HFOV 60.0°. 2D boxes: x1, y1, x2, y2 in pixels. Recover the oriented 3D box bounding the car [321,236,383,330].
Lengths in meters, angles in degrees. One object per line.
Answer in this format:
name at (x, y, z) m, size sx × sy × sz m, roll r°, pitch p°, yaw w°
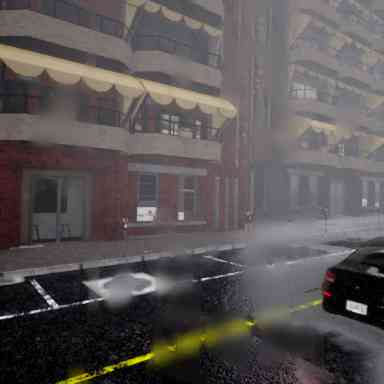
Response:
car at (4.295, 1.530, 6.220) m, size 4.674 × 1.442 × 1.812 m, roll 0°, pitch 0°, yaw -35°
